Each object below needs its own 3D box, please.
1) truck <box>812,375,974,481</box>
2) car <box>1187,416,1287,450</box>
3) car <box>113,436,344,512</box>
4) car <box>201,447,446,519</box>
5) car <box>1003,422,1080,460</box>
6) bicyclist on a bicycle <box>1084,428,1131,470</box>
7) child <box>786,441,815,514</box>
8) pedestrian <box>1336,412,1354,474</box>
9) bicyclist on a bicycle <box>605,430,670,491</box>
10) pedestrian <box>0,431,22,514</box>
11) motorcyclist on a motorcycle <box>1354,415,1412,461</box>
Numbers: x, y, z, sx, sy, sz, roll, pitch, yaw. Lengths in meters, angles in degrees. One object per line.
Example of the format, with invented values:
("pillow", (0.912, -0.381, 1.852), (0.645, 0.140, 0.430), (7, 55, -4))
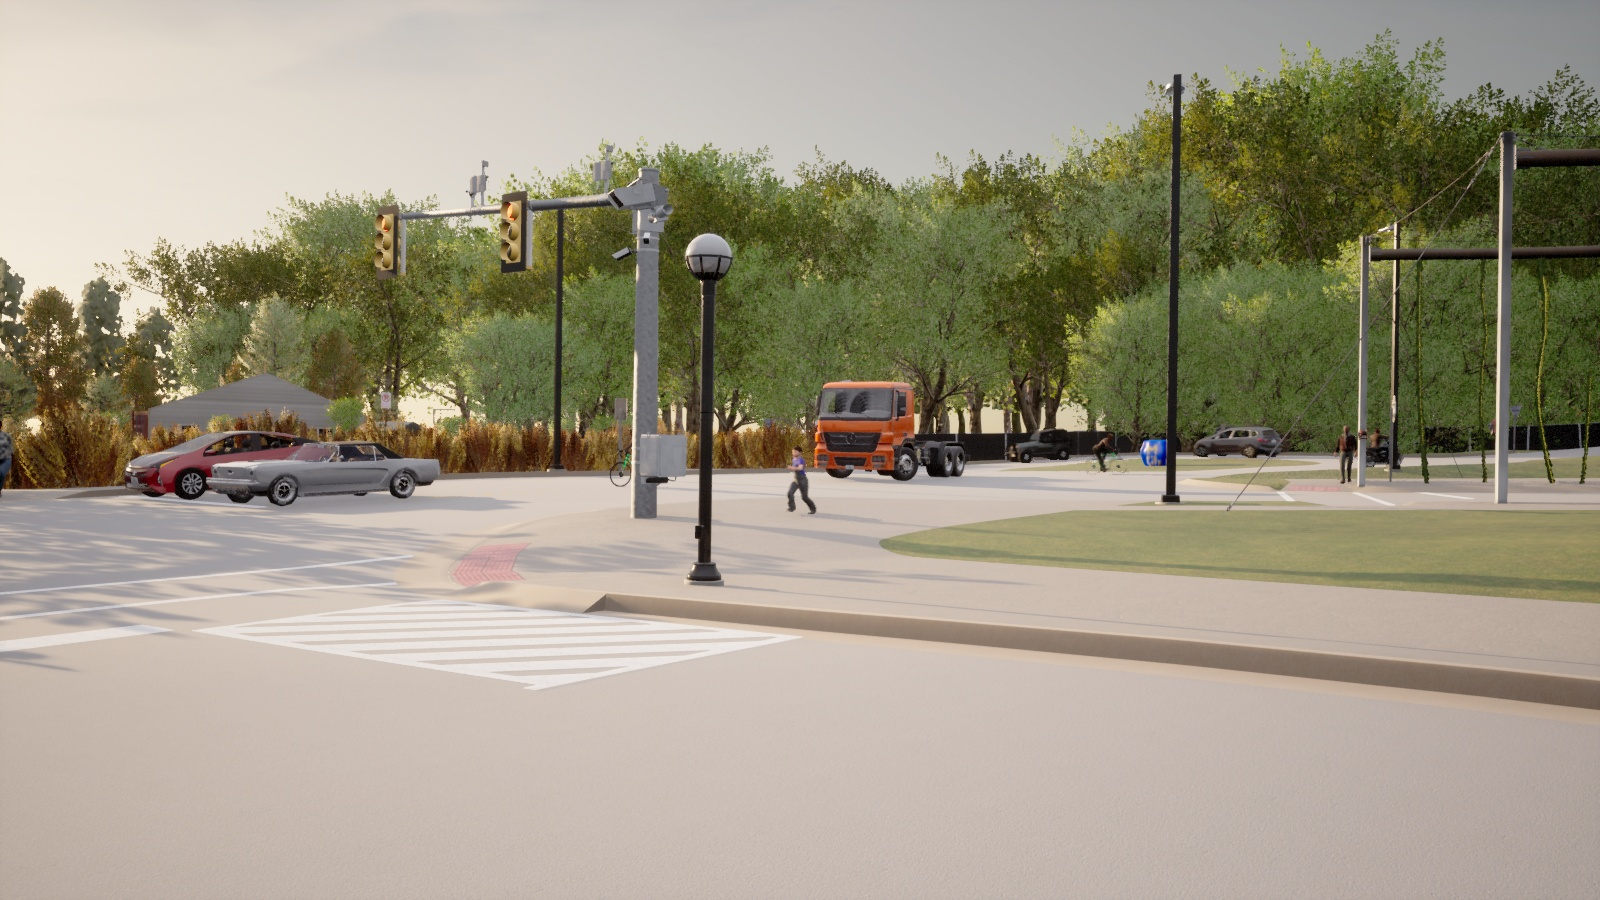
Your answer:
("truck", (3.541, -0.790, 45.304), (2.891, 3.462, 7.936), (0, 1, 28))
("car", (23.736, -0.908, 68.390), (2.242, 1.667, 4.611), (-3, 2, -39))
("car", (-13.417, 0.513, 29.721), (2.007, 1.525, 4.514), (0, 2, 37))
("car", (-10.370, 0.656, 27.668), (1.895, 1.301, 4.718), (0, 2, 37))
("car", (14.241, -0.504, 74.177), (3.866, 1.878, 1.905), (-5, 1, -10))
("bicyclist on a bicycle", (12.032, -0.029, 49.110), (1.656, 1.620, 0.582), (-1, -1, 24))
("child", (0.004, 0.481, 21.932), (0.437, 1.263, 0.270), (0, 0, -44))
("pedestrian", (16.557, -0.217, 38.117), (0.376, 1.854, 0.720), (0, 0, 34))
("bicyclist on a bicycle", (-4.404, 0.283, 34.001), (1.656, 1.620, 0.582), (0, 1, -33))
("pedestrian", (-18.315, 0.510, 28.655), (0.874, 1.855, 0.900), (0, 0, -36))
("motorcyclist on a motorcycle", (22.511, -0.470, 48.480), (2.350, 1.649, 0.766), (-3, 0, -30))
